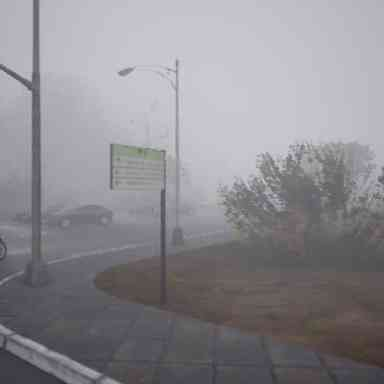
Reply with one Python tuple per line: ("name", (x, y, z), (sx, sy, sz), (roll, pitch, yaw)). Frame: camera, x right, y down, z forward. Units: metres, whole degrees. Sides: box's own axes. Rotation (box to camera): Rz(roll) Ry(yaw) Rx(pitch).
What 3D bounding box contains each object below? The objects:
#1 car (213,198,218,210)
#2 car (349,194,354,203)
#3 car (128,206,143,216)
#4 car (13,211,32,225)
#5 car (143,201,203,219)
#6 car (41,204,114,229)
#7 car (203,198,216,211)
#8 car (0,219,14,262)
("car", (4.843, 1.587, 37.631), (1.895, 1.301, 4.718), (0, 0, 39))
("car", (24.418, 1.066, 51.974), (2.128, 1.511, 4.902), (0, 1, 31))
("car", (-3.939, 1.662, 32.265), (1.895, 1.301, 4.718), (0, 0, 39))
("car", (-10.137, 1.619, 24.520), (2.033, 1.411, 5.357), (0, 0, 39))
("car", (-1.599, 1.543, 29.588), (2.128, 1.511, 4.902), (0, 0, 39))
("car", (-7.531, 1.565, 22.173), (1.837, 1.490, 4.892), (0, 0, 39))
("car", (2.634, 1.465, 40.470), (1.882, 1.535, 5.008), (0, 0, 39))
("car", (-6.882, 1.542, 9.195), (1.837, 1.490, 4.892), (-3, 1, -10))
